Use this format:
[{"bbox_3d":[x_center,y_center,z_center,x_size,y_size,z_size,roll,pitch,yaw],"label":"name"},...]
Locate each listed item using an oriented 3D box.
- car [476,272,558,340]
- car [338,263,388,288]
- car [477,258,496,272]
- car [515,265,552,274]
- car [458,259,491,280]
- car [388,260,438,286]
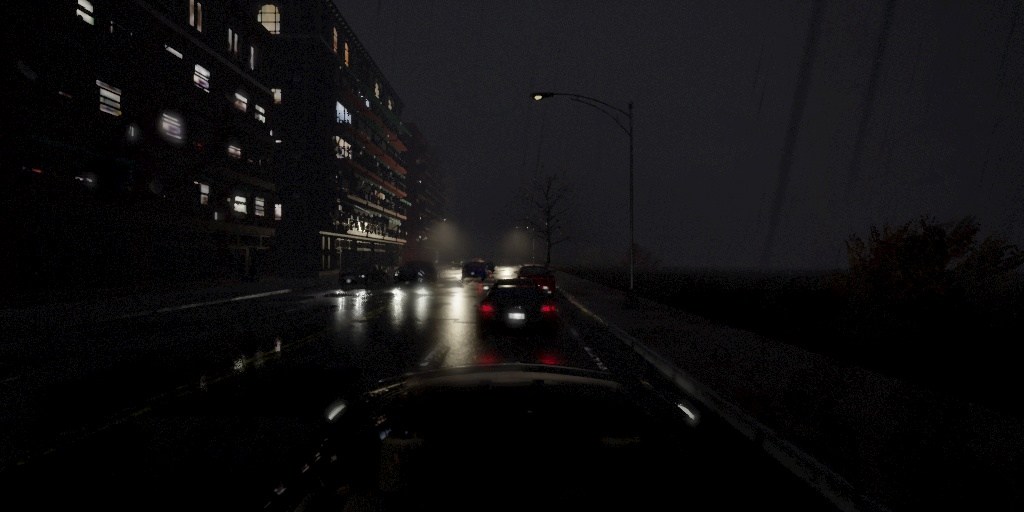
[{"bbox_3d":[0.107,1.315,10.018,1.994,1.385,4.181,0,0,0],"label":"car"},{"bbox_3d":[-9.835,1.244,24.052,2.128,1.511,4.902,0,0,0],"label":"car"},{"bbox_3d":[-3.118,1.243,44.765,2.128,1.511,4.902,0,0,0],"label":"car"},{"bbox_3d":[1.149,1.230,18.938,1.882,1.535,5.008,0,0,0],"label":"car"},{"bbox_3d":[-3.130,1.230,30.833,1.882,1.535,5.008,0,0,0],"label":"car"},{"bbox_3d":[-6.585,1.104,24.868,2.097,1.767,4.553,0,0,0],"label":"car"}]
